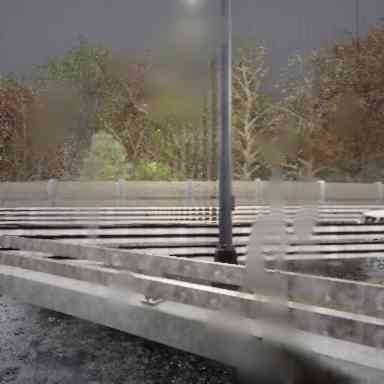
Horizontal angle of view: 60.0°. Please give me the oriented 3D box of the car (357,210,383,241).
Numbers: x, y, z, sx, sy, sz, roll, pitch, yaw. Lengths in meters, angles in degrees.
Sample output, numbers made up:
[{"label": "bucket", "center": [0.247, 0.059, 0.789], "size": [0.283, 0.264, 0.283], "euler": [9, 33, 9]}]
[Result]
[{"label": "car", "center": [10.134, 1.182, 14.462], "size": [5.566, 2.045, 2.150], "euler": [1, 0, -9]}]
